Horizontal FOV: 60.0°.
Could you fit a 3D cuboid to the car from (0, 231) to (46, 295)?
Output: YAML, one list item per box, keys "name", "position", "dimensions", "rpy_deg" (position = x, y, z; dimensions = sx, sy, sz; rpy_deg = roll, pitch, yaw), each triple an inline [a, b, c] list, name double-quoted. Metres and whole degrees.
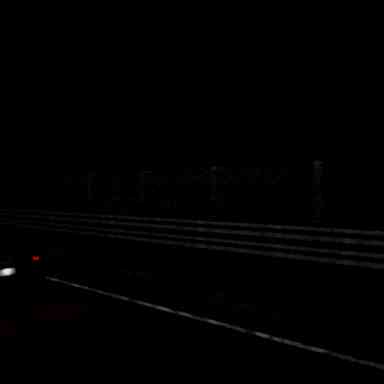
- name: "car"
  position: [-5.339, 1.579, 7.862]
  dimensions: [4.181, 1.385, 1.994]
  rpy_deg: [0, 0, 36]
